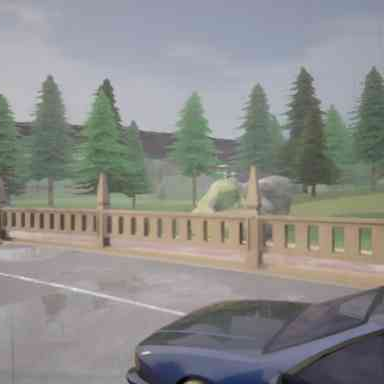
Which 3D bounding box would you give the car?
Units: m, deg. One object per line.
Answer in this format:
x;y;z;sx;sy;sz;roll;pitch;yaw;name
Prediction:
1.955;1.531;2.498;5.357;1.411;2.033;0;0;35;car
